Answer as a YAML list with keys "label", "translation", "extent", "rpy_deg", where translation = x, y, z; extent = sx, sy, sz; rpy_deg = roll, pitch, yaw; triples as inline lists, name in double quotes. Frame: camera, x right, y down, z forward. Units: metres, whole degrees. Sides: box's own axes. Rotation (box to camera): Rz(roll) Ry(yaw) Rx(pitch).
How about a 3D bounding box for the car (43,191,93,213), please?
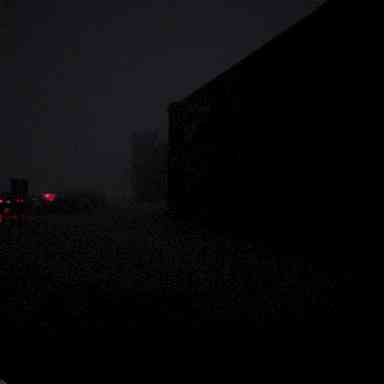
- label: "car"
  translation: [-13.841, 1.094, 37.499]
  extent: [4.553, 1.767, 2.185]
  rpy_deg: [0, 1, -14]

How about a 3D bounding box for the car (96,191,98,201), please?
- label: "car"
  translation: [-16.667, 1.066, 48.388]
  extent: [5.008, 1.535, 2.097]
  rpy_deg: [0, 1, -14]

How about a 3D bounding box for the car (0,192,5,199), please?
- label: "car"
  translation: [-43.474, 0.696, 71.728]
  extent: [4.892, 1.521, 2.231]
  rpy_deg: [0, 1, -14]

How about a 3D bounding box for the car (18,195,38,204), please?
- label: "car"
  translation: [-25.558, 1.110, 52.047]
  extent: [1.895, 1.301, 4.718]
  rpy_deg: [0, 1, -14]

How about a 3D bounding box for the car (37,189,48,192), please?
- label: "car"
  translation: [-22.857, 0.715, 53.594]
  extent: [2.150, 2.045, 5.566]
  rpy_deg: [0, 1, -14]

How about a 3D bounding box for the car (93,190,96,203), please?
- label: "car"
  translation: [-15.911, 0.985, 45.582]
  extent: [4.553, 1.767, 2.185]
  rpy_deg: [0, 1, -14]

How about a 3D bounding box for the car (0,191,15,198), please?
- label: "car"
  translation: [-45.718, 0.602, 79.693]
  extent: [5.366, 1.575, 1.946]
  rpy_deg: [0, 1, -14]

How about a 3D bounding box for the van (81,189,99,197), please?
- label: "van"
  translation: [-26.397, 0.325, 85.923]
  extent: [4.442, 1.987, 1.878]
  rpy_deg: [0, 1, -14]

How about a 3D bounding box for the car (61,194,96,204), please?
- label: "car"
  translation: [-17.315, 1.028, 50.962]
  extent: [4.892, 1.521, 2.231]
  rpy_deg: [0, 1, -14]

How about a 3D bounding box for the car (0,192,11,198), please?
- label: "car"
  translation: [-44.849, 0.674, 77.068]
  extent: [4.674, 1.452, 2.002]
  rpy_deg: [0, 1, -14]

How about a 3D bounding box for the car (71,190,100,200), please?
- label: "car"
  translation: [-21.430, 0.533, 67.115]
  extent: [5.566, 2.045, 2.435]
  rpy_deg: [0, 1, -14]

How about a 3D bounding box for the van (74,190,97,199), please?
- label: "van"
  translation: [-22.260, 0.521, 69.773]
  extent: [4.442, 1.987, 1.878]
  rpy_deg: [0, 1, -14]

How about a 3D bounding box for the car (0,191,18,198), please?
- label: "car"
  translation: [-46.218, 0.578, 82.409]
  extent: [4.892, 1.521, 2.231]
  rpy_deg: [0, 1, -14]

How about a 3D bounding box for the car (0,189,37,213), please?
- label: "car"
  translation: [-17.710, 0.994, 33.696]
  extent: [2.150, 2.045, 5.566]
  rpy_deg: [0, 1, -14]

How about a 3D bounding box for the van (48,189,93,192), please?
- label: "van"
  translation: [-14.705, 0.962, 40.278]
  extent: [4.442, 1.987, 1.878]
  rpy_deg: [0, 1, -14]

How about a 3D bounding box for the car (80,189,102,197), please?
- label: "car"
  translation: [-27.690, 0.242, 91.328]
  extent: [5.566, 2.045, 2.435]
  rpy_deg: [0, 1, -14]

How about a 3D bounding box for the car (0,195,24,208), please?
- label: "car"
  translation: [-23.093, 1.162, 42.605]
  extent: [1.837, 1.490, 4.892]
  rpy_deg: [0, 1, -14]

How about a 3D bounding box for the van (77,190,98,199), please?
- label: "van"
  translation: [-22.723, 0.486, 72.521]
  extent: [4.442, 1.987, 1.878]
  rpy_deg: [0, 1, -14]

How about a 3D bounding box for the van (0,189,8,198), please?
- label: "van"
  translation: [-44.082, 0.437, 74.544]
  extent: [4.442, 1.987, 1.878]
  rpy_deg: [0, 1, -14]

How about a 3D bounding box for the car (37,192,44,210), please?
- label: "car"
  translation: [-20.262, 1.140, 43.634]
  extent: [2.128, 1.511, 4.902]
  rpy_deg: [0, 1, -14]

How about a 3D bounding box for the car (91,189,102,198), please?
- label: "car"
  translation: [-19.447, 0.649, 59.147]
  extent: [5.566, 2.045, 2.435]
  rpy_deg: [0, 1, -14]
